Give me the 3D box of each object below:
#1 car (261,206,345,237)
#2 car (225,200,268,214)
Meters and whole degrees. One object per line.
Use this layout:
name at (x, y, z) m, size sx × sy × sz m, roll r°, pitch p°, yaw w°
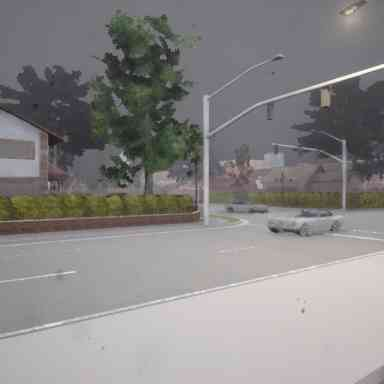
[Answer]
car at (6.183, 1.557, 17.924) m, size 4.718 × 1.301 × 1.895 m, roll 0°, pitch 0°, yaw -37°
car at (5.550, 1.517, 33.948) m, size 1.895 × 1.301 × 4.718 m, roll 0°, pitch 0°, yaw -36°
